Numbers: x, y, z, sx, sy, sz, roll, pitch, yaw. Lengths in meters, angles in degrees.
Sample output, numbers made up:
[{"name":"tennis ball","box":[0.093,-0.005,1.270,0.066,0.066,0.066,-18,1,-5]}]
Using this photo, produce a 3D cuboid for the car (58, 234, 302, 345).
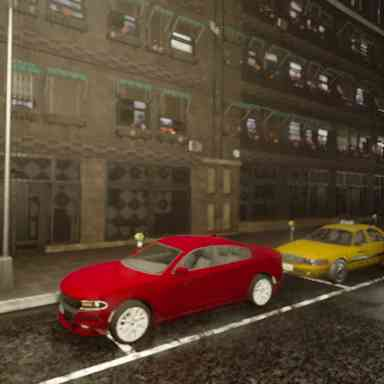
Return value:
[{"name":"car","box":[-0.160,1.545,6.386,4.507,1.381,1.887,0,1,-35]}]

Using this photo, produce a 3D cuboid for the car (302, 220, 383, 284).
[{"name":"car","box":[4.330,1.525,9.587,4.829,1.417,1.752,0,1,-35]}]

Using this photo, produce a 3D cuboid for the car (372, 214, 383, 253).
[{"name":"car","box":[9.097,1.565,12.986,4.313,1.339,1.947,0,1,-35]}]
